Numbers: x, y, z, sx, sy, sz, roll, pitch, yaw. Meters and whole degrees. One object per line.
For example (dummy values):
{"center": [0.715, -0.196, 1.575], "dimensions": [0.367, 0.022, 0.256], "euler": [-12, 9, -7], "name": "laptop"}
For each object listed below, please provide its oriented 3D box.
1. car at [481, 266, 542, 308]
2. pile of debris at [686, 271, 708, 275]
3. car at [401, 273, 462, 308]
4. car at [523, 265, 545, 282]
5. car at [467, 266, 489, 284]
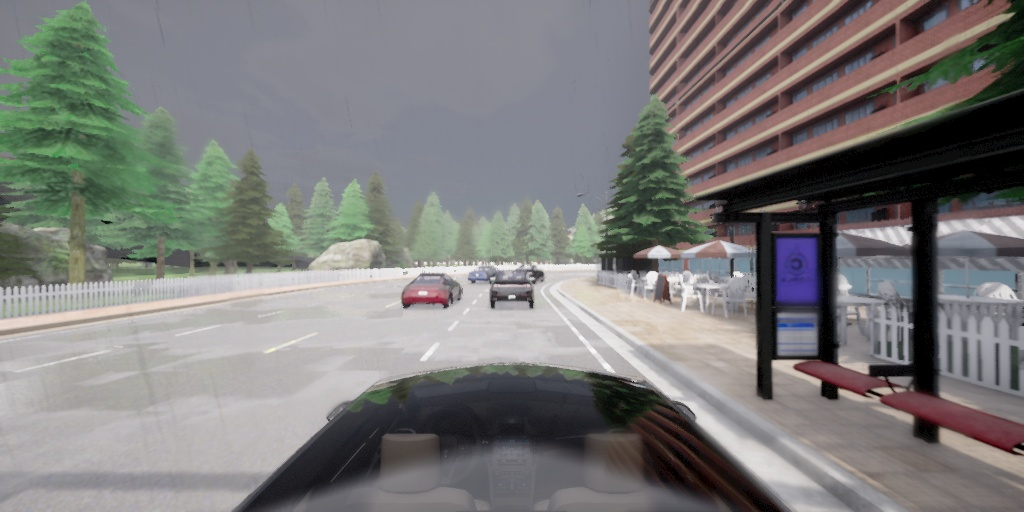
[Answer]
{"center": [0.020, 1.378, 16.142], "dimensions": [2.128, 1.511, 4.902], "euler": [0, 0, 1], "name": "car"}
{"center": [27.917, 2.415, 54.144], "dimensions": [1.860, 0.140, 1.500], "euler": [0, 0, -12], "name": "pile of debris"}
{"center": [-3.481, 1.450, 16.121], "dimensions": [1.994, 1.385, 4.181], "euler": [0, 0, 1], "name": "car"}
{"center": [1.460, 1.504, 29.560], "dimensions": [2.128, 1.511, 4.902], "euler": [0, 0, 17], "name": "car"}
{"center": [-2.015, 1.565, 30.222], "dimensions": [2.033, 1.411, 5.357], "euler": [0, -1, 16], "name": "car"}
